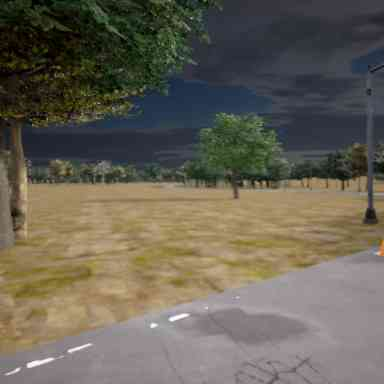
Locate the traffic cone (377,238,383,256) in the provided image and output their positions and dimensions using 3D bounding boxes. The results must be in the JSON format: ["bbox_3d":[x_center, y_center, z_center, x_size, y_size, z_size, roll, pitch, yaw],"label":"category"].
[{"bbox_3d":[6.718,1.910,11.632,0.340,0.580,0.340,-1,0,-41],"label":"traffic cone"}]
